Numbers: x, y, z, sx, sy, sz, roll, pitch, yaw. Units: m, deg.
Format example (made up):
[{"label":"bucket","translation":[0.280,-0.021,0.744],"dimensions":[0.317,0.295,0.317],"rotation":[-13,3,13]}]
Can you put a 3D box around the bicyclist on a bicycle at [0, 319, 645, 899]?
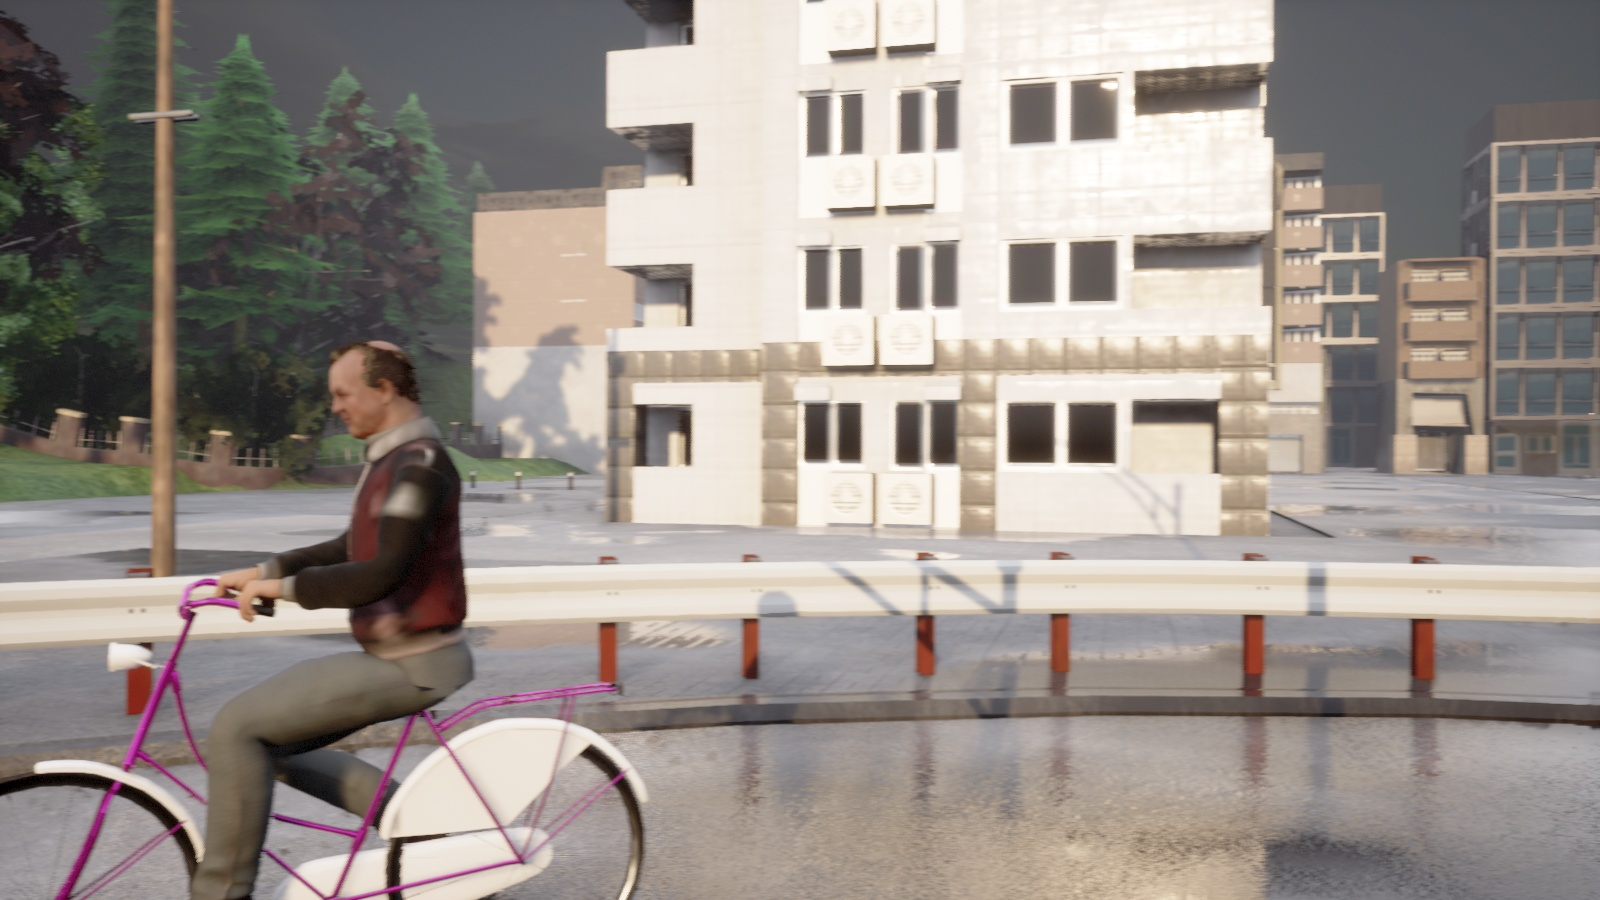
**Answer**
[{"label":"bicyclist on a bicycle","translation":[-1.385,0.603,3.178],"dimensions":[1.843,1.776,0.659],"rotation":[0,1,-23]}]
